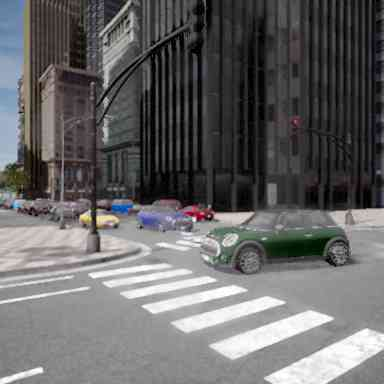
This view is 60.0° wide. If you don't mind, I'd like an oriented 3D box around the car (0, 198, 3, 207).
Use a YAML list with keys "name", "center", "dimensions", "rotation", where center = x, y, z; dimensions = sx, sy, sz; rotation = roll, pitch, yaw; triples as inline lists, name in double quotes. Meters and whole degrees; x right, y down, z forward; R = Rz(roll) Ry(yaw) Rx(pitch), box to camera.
- name: "car"
  center: [-41.881, 2.696, 73.266]
  dimensions: [1.887, 1.381, 4.507]
  rotation: [-1, 0, -36]

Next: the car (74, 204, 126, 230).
- name: "car"
  center: [-6.754, 1.871, 24.065]
  dimensions: [1.752, 1.417, 4.829]
  rotation: [-1, 0, -36]

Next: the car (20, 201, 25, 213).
- name: "car"
  center: [-21.047, 2.224, 44.085]
  dimensions: [1.887, 1.381, 4.507]
  rotation: [-1, 0, -36]

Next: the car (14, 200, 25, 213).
- name: "car"
  center: [-23.888, 2.185, 48.061]
  dimensions: [1.967, 1.590, 4.097]
  rotation: [-1, 0, -36]

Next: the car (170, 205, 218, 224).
- name: "car"
  center: [0.094, 1.884, 29.149]
  dimensions: [1.887, 1.381, 4.507]
  rotation: [-1, 0, -36]

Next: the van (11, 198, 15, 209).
- name: "van"
  center: [-26.728, 2.151, 52.038]
  dimensions: [1.690, 1.788, 3.998]
  rotation: [-1, 0, -36]

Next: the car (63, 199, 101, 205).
- name: "car"
  center: [-11.883, 1.867, 35.855]
  dimensions: [2.097, 1.767, 4.553]
  rotation: [0, -1, -36]

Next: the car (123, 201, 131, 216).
- name: "car"
  center: [-5.807, 2.060, 37.436]
  dimensions: [1.802, 1.307, 4.206]
  rotation: [-1, 0, -36]

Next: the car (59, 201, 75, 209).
- name: "car"
  center: [-23.257, 2.463, 61.853]
  dimensions: [1.802, 1.307, 4.206]
  rotation: [-1, 0, -36]

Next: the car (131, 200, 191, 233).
- name: "car"
  center: [-1.876, 1.633, 21.883]
  dimensions: [2.097, 1.767, 4.553]
  rotation: [0, -1, -36]

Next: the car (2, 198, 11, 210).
- name: "car"
  center: [-32.508, 2.382, 60.136]
  dimensions: [1.967, 1.590, 4.097]
  rotation: [-1, 0, -36]

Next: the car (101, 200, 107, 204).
- name: "car"
  center: [-11.715, 1.931, 45.724]
  dimensions: [2.192, 1.841, 5.009]
  rotation: [-1, 0, -36]

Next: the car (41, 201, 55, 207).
- name: "car"
  center: [-32.325, 2.652, 74.554]
  dimensions: [1.947, 1.339, 4.313]
  rotation: [-1, 0, -36]

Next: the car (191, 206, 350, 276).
- name: "car"
  center: [2.554, 1.335, 10.403]
  dimensions: [4.553, 1.767, 2.097]
  rotation: [0, -1, -19]

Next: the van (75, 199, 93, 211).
- name: "van"
  center: [-17.616, 2.094, 54.011]
  dimensions: [1.690, 1.788, 3.998]
  rotation: [-1, 0, -36]

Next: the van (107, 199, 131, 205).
- name: "van"
  center: [-8.763, 1.889, 41.580]
  dimensions: [1.690, 1.788, 3.998]
  rotation: [-1, 0, -36]

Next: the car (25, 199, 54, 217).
- name: "car"
  center: [-18.213, 1.929, 40.109]
  dimensions: [2.192, 1.841, 5.009]
  rotation: [-1, 0, -36]

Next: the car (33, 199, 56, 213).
- name: "car"
  center: [-22.653, 2.083, 51.106]
  dimensions: [2.150, 2.045, 5.566]
  rotation: [0, -1, -36]

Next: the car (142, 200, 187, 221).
- name: "car"
  center: [-2.861, 1.724, 33.293]
  dimensions: [2.192, 1.841, 5.009]
  rotation: [-1, 0, -36]

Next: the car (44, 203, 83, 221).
- name: "car"
  center: [-12.530, 2.032, 32.156]
  dimensions: [2.008, 1.369, 4.403]
  rotation: [-1, 0, -36]
